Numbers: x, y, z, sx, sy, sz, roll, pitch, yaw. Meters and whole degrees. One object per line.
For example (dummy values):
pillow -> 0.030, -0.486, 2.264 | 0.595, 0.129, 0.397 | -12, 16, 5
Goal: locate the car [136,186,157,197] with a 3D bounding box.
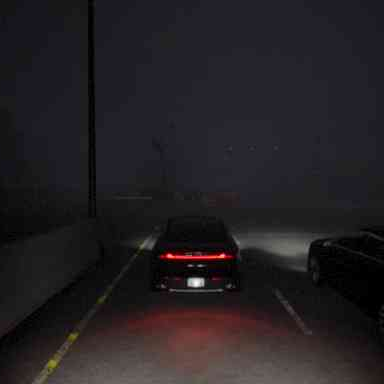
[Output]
car -> -7.067, -0.078, 51.994 | 1.882, 1.535, 5.008 | 0, 2, 0

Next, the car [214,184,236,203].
car -> 3.605, 0.248, 37.282 | 2.097, 1.767, 4.553 | 0, 2, 0

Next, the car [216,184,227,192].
car -> 7.014, -1.036, 79.044 | 2.097, 1.767, 4.553 | 0, 2, 0

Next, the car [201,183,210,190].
car -> 3.516, -1.425, 88.207 | 2.097, 1.767, 4.553 | 0, 2, 0

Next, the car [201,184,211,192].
car -> 3.514, -0.865, 77.830 | 1.837, 1.490, 4.892 | 0, 2, 0

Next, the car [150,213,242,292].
car -> 0.077, 1.285, 8.319 | 1.837, 1.490, 4.892 | 0, 2, 0

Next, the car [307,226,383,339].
car -> 3.567, 1.347, 5.809 | 2.128, 1.511, 4.902 | 0, 2, 0

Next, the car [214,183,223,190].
car -> 7.016, -1.425, 88.207 | 2.097, 1.767, 4.553 | 0, 2, 0

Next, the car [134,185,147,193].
car -> -10.492, -0.564, 67.812 | 1.882, 1.535, 5.008 | 0, 2, 0

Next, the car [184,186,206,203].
car -> 0.106, 0.379, 37.557 | 2.128, 1.511, 4.902 | 0, 2, 0

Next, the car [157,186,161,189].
car -> -6.992, -0.483, 67.806 | 1.994, 1.385, 4.181 | 0, 2, 0

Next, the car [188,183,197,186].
car -> 0.014, -0.823, 77.832 | 2.033, 1.411, 5.357 | 0, 2, 0

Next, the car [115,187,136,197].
car -> -10.569, -0.009, 51.997 | 2.033, 1.411, 5.357 | 0, 2, 0
